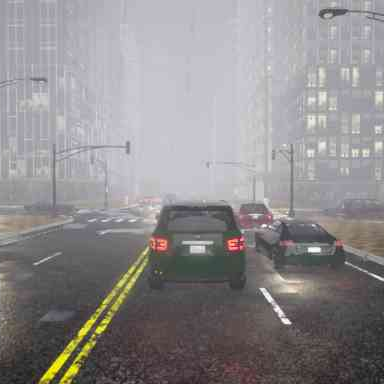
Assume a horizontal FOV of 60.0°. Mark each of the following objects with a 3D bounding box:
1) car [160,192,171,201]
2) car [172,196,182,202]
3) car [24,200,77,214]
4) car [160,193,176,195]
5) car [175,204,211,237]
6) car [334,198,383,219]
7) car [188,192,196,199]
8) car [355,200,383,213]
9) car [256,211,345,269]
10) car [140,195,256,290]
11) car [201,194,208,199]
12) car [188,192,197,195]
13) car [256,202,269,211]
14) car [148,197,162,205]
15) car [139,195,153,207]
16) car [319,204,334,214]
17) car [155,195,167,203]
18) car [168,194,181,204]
[{"bbox_3d":[-6.405,1.150,79.800,2.150,2.045,5.566,0,0,0],"label":"car"},{"bbox_3d":[-3.165,1.532,71.635,1.895,1.301,4.718,0,0,0],"label":"car"},{"bbox_3d":[-14.174,1.490,33.553,4.718,1.301,1.895,1,1,1],"label":"car"},{"bbox_3d":[-3.301,1.183,51.771,2.150,2.045,5.566,0,0,-1],"label":"car"},{"bbox_3d":[0.119,1.515,18.900,1.812,1.442,4.674,0,0,2],"label":"car"},{"bbox_3d":[16.237,1.517,30.448,5.009,1.841,2.192,1,0,1],"label":"car"},{"bbox_3d":[0.110,0.963,91.704,2.150,2.045,5.566,0,0,0],"label":"car"},{"bbox_3d":[21.856,1.641,38.728,4.829,1.417,1.752,1,0,1],"label":"car"},{"bbox_3d":[3.363,1.558,11.148,1.994,1.385,4.181,0,0,0],"label":"car"},{"bbox_3d":[0.113,1.217,9.218,2.150,2.045,5.566,0,0,0],"label":"car"},{"bbox_3d":[3.360,1.216,91.670,1.882,1.535,5.008,0,0,0],"label":"car"},{"bbox_3d":[0.098,1.439,81.675,1.812,1.442,4.674,0,0,0],"label":"car"},{"bbox_3d":[3.373,1.341,19.762,2.097,1.767,4.553,0,0,0],"label":"car"},{"bbox_3d":[-6.502,1.554,58.975,1.895,1.301,4.718,0,0,0],"label":"car"},{"bbox_3d":[-6.563,1.316,49.986,2.097,1.767,4.553,0,0,1],"label":"car"},{"bbox_3d":[16.766,1.660,36.224,5.357,1.411,2.033,0,1,1],"label":"car"},{"bbox_3d":[-6.417,1.417,69.230,1.882,1.535,5.008,0,0,0],"label":"car"},{"bbox_3d":[-3.240,1.302,61.582,2.097,1.767,4.553,0,0,0],"label":"car"}]
